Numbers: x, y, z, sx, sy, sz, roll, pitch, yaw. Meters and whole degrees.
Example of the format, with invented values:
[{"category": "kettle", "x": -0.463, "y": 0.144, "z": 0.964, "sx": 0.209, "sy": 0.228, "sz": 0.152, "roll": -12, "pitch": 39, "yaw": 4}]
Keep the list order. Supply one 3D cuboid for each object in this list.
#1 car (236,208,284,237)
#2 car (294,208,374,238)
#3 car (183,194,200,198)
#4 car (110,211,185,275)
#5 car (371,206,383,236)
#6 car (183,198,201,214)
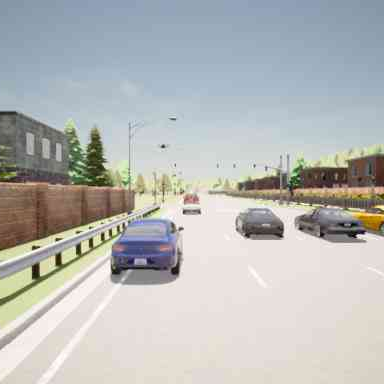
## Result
[{"category": "car", "x": 3.558, "y": 1.562, "z": 18.022, "sx": 1.994, "sy": 1.385, "sz": 4.181, "roll": 0, "pitch": 0, "yaw": 0}, {"category": "car", "x": 7.059, "y": 1.545, "z": 17.620, "sx": 2.033, "sy": 1.411, "sz": 5.357, "roll": 0, "pitch": 0, "yaw": 0}, {"category": "car", "x": -0.073, "y": 1.217, "z": 45.280, "sx": 2.150, "sy": 2.045, "sz": 5.566, "roll": 0, "pitch": 0, "yaw": 0}, {"category": "car", "x": -1.250, "y": 1.525, "z": 10.345, "sx": 1.812, "sy": 1.442, "sz": 4.674, "roll": 0, "pitch": 0, "yaw": 0}, {"category": "car", "x": 10.558, "y": 1.475, "z": 18.124, "sx": 1.882, "sy": 1.535, "sz": 5.008, "roll": 0, "pitch": 0, "yaw": 0}, {"category": "car", "x": -0.017, "y": 1.597, "z": 35.394, "sx": 1.895, "sy": 1.301, "sz": 4.718, "roll": 0, "pitch": 0, "yaw": 0}]
